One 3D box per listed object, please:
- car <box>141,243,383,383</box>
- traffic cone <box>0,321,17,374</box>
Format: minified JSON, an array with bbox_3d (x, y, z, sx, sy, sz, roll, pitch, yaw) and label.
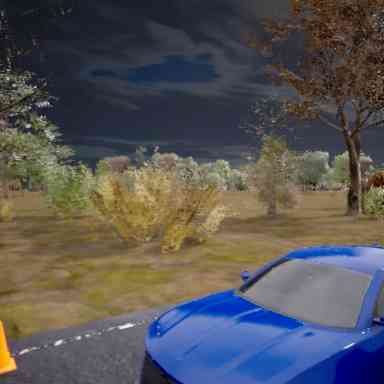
[{"bbox_3d":[1.815,1.462,4.087,5.008,1.535,1.882,0,0,-34],"label":"car"},{"bbox_3d":[-2.443,1.943,4.232,0.340,0.580,0.340,0,0,-35],"label":"traffic cone"}]
